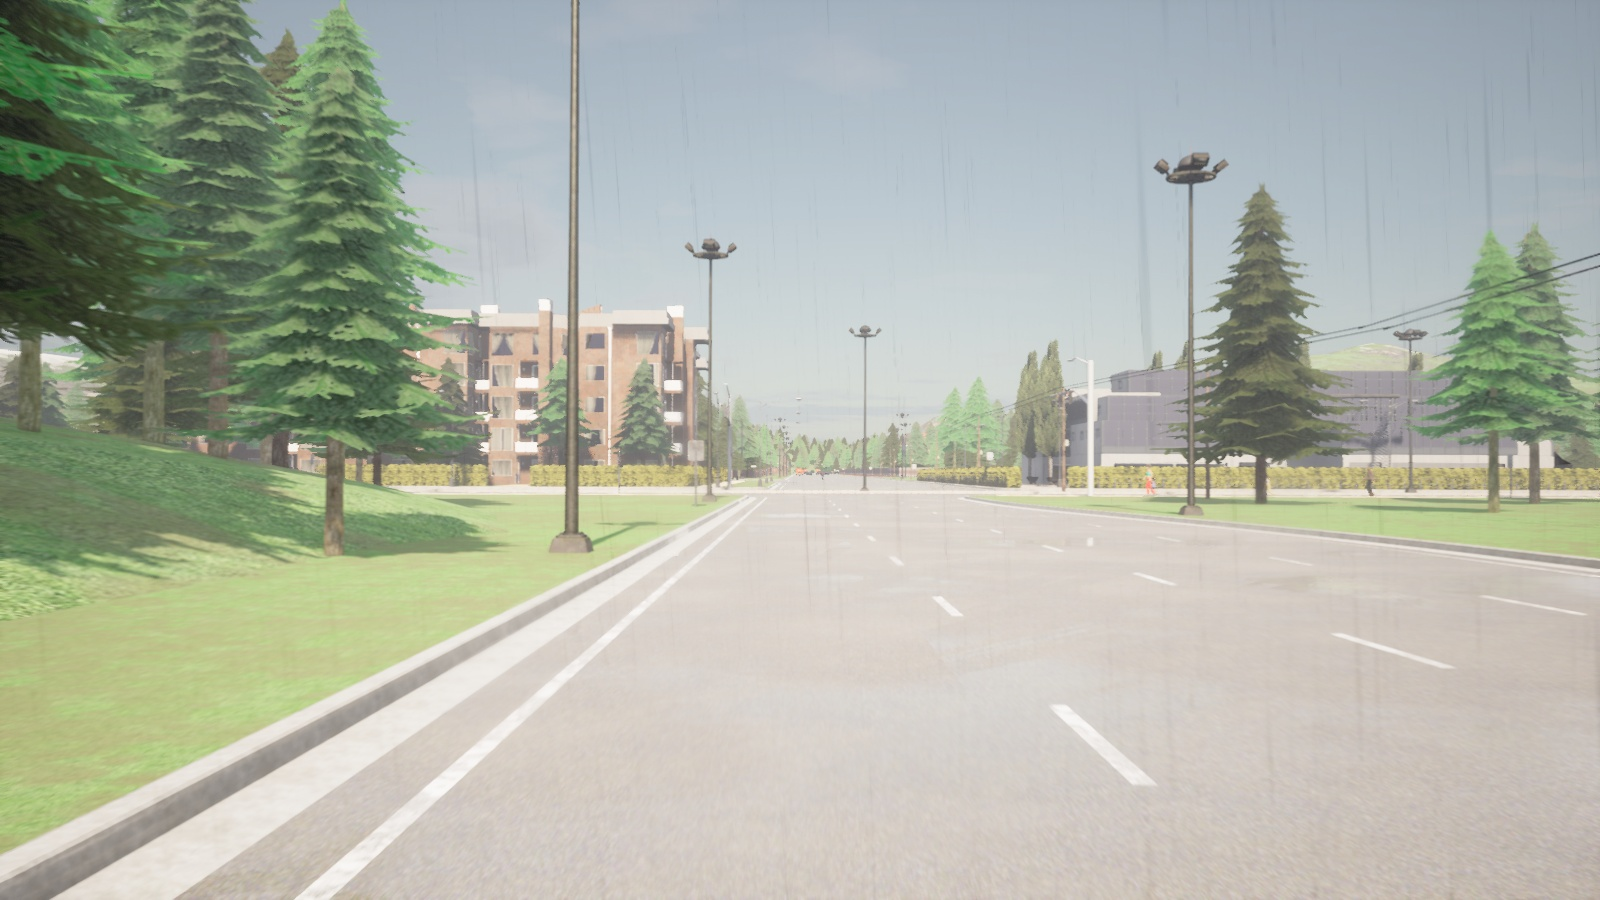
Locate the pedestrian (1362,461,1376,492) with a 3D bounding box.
[{"bbox_3d":[33.912,1.570,74.877,0.634,1.846,0.331,0,-1,-1],"label":"pedestrian"}]
